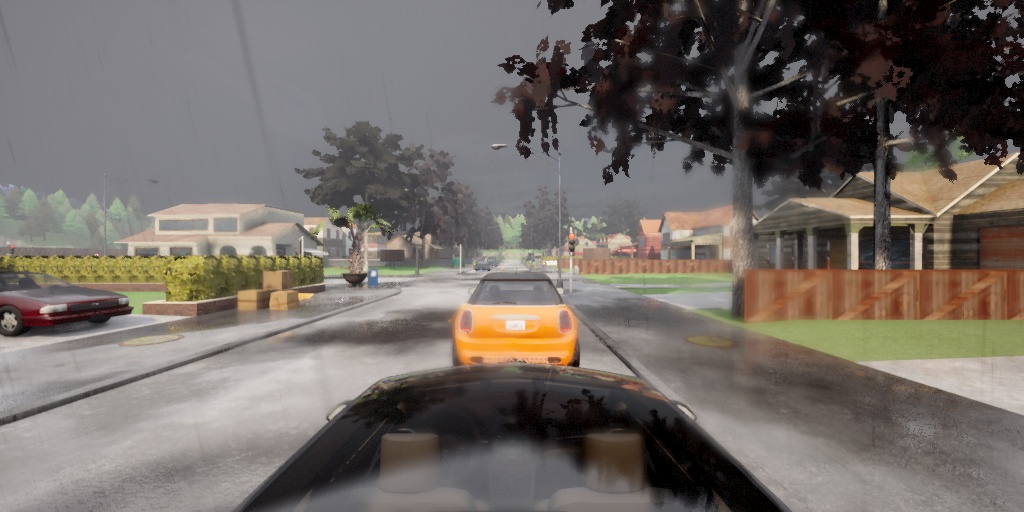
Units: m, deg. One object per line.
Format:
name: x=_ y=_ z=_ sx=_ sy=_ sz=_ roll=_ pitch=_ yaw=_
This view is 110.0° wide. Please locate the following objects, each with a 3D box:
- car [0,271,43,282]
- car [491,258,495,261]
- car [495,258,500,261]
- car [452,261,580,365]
car: x=-44.126 y=1.101 z=30.816 sx=4.553 sy=1.767 sz=2.097 roll=0 pitch=0 yaw=1
car: x=-3.714 y=1.296 z=46.309 sx=2.033 sy=1.411 sz=5.357 roll=0 pitch=0 yaw=1
car: x=-3.552 y=1.313 z=62.452 sx=1.994 sy=1.385 sz=4.181 roll=0 pitch=0 yaw=1
car: x=0.097 y=1.102 z=7.738 sx=2.097 sy=1.767 sz=4.553 roll=0 pitch=0 yaw=1
